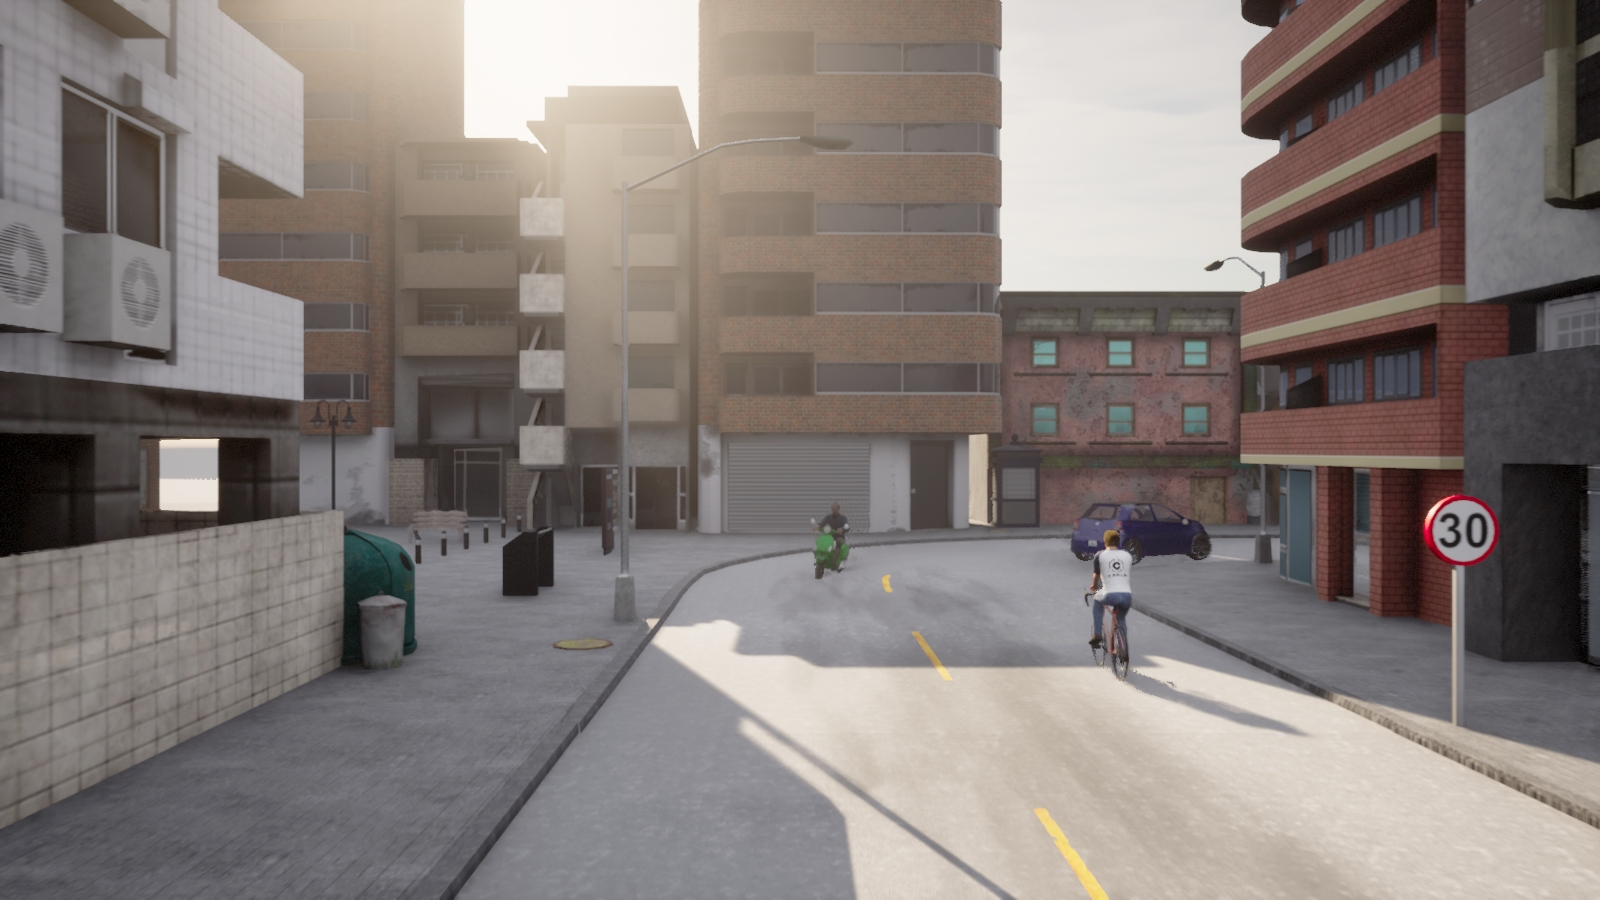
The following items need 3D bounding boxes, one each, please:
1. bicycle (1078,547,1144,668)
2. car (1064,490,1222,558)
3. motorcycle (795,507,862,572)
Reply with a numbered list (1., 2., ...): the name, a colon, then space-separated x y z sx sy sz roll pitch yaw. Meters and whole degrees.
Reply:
1. bicycle: 3.859 1.924 14.264 0.373 1.296 1.643 0 0 0
2. car: 8.575 1.796 28.503 3.633 1.501 1.845 0 -1 -33
3. motorcycle: 0.648 1.944 25.219 0.856 1.236 1.805 4 1 21
